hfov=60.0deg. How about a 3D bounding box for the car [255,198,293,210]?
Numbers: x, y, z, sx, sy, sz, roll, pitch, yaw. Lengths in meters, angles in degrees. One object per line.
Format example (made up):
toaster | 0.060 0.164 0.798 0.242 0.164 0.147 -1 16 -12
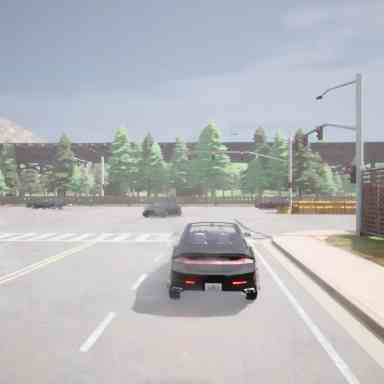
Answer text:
car | 10.200 1.525 41.633 4.674 1.442 1.812 0 0 2

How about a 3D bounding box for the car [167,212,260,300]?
car | 0.510 1.492 8.397 2.128 1.511 4.902 0 0 3

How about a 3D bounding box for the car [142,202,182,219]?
car | -2.561 1.564 29.259 1.994 1.385 4.181 0 0 27

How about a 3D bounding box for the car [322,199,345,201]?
car | 15.736 1.491 37.963 4.902 1.511 2.128 0 0 1

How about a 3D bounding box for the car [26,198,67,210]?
car | -18.499 1.490 42.450 4.902 1.511 2.128 0 0 2
